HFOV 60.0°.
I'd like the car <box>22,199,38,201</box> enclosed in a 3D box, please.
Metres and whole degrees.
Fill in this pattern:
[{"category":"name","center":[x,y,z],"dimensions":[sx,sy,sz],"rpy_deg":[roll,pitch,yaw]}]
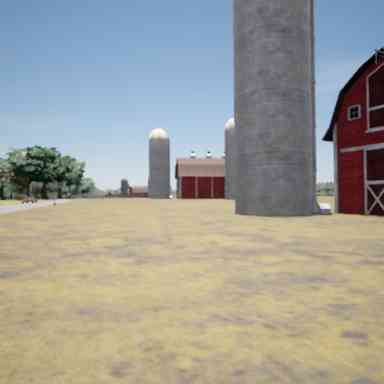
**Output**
[{"category":"car","center":[-27.075,1.385,55.465],"dimensions":[1.895,1.301,4.718],"rpy_deg":[0,0,-14]}]
